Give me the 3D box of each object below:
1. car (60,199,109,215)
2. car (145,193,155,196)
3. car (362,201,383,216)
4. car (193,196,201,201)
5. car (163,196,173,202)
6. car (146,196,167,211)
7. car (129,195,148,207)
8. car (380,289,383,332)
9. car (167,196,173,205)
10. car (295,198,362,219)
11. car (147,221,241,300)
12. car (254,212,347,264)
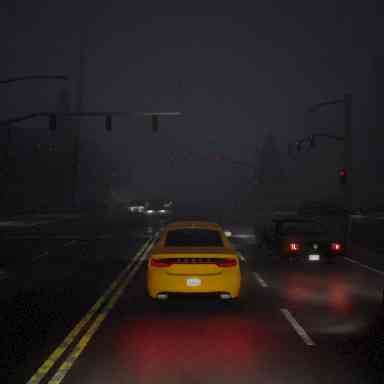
[{"bbox_3d":[-11.231,1.478,34.928,5.008,1.535,1.882,0,2,-43],"label":"car"},{"bbox_3d":[-8.675,1.216,67.826,2.150,2.045,5.566,0,1,-1],"label":"car"},{"bbox_3d":[18.772,1.547,32.200,5.357,1.411,2.033,0,0,-2],"label":"car"},{"bbox_3d":[1.303,1.595,88.213,1.895,1.301,4.718,0,0,-1],"label":"car"},{"bbox_3d":[-5.376,1.551,75.727,1.994,1.385,4.181,0,0,-1],"label":"car"},{"bbox_3d":[-4.443,1.526,41.908,1.812,1.442,4.674,0,0,-3],"label":"car"},{"bbox_3d":[-8.328,1.564,50.997,1.994,1.385,4.181,0,0,-1],"label":"car"},{"bbox_3d":[3.597,1.478,2.711,1.882,1.535,5.008,0,0,0],"label":"car"},{"bbox_3d":[-5.036,1.564,59.875,1.994,1.385,4.181,0,0,-1],"label":"car"},{"bbox_3d":[11.327,1.491,28.396,4.902,1.511,2.128,0,0,1],"label":"car"},{"bbox_3d":[0.034,1.478,8.477,1.882,1.535,5.008,0,0,0],"label":"car"},{"bbox_3d":[3.502,1.601,11.801,1.895,1.301,4.718,0,0,-1],"label":"car"}]
